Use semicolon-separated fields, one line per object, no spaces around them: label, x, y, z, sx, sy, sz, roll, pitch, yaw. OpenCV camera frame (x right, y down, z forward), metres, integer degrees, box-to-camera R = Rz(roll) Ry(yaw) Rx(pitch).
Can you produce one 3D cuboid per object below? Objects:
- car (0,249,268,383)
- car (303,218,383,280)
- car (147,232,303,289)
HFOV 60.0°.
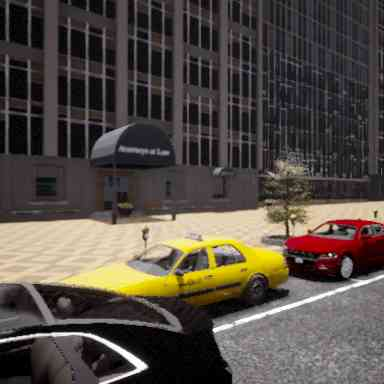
car;-1.939;1.508;1.996;4.892;1.490;1.837;0;0;-35
car;4.568;1.490;9.806;4.507;1.381;1.887;0;1;-35
car;-0.165;1.505;6.432;4.829;1.417;1.752;0;1;-35
